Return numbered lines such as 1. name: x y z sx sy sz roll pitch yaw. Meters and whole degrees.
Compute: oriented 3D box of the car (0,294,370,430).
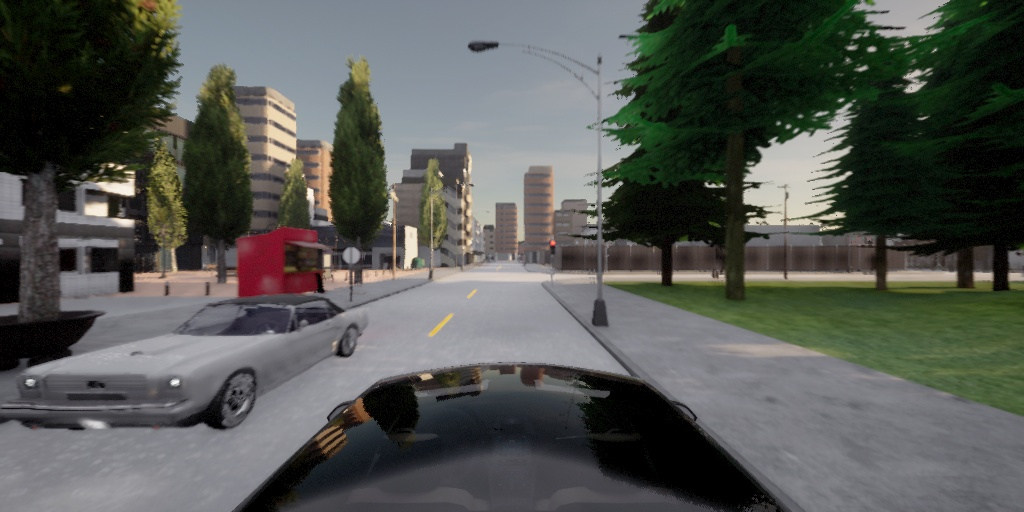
1. car: -4.096 1.349 5.731 1.895 1.301 4.718 0 0 0
